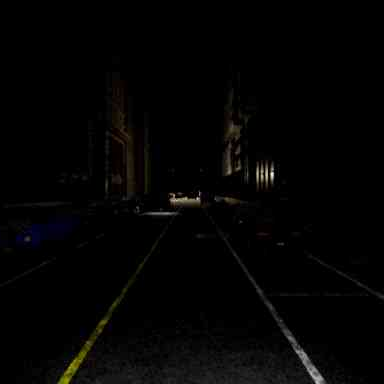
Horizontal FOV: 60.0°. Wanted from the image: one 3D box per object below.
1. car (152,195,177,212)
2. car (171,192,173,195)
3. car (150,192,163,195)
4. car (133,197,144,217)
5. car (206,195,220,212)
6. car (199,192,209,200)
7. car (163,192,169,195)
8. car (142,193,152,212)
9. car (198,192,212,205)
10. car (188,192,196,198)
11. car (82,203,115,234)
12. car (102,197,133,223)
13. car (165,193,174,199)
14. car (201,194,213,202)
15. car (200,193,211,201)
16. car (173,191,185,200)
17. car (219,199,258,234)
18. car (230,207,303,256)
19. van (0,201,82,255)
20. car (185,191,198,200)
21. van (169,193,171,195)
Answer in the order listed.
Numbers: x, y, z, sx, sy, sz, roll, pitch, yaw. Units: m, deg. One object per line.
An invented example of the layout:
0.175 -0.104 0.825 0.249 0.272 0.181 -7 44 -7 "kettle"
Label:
-3.093 1.335 35.855 2.033 1.411 5.357 0 0 0 "car"
-5.749 1.099 74.000 1.752 1.417 4.829 0 0 0 "car"
-5.753 1.043 46.161 2.192 1.841 5.009 0 0 0 "car"
-5.756 1.392 29.358 1.947 1.339 4.313 0 0 0 "car"
2.770 1.338 34.969 1.887 1.381 4.507 0 0 0 "car"
2.777 0.858 79.784 2.192 1.841 5.009 0 0 0 "car"
-5.751 0.979 57.365 2.192 1.841 5.009 0 0 0 "car"
-5.755 1.233 34.959 1.967 1.590 4.097 0 0 0 "car"
2.394 1.049 51.595 2.097 1.767 4.553 0 0 0 "car"
0.013 0.842 88.378 1.882 1.535 5.008 0 0 0 "car"
-5.758 1.474 18.154 1.802 1.307 4.206 0 0 0 "car"
-5.757 1.299 23.756 1.967 1.590 4.097 0 0 0 "car"
-5.748 0.954 85.374 1.967 1.590 4.097 0 0 0 "car"
2.774 1.183 62.979 2.008 1.369 4.403 0 0 0 "car"
2.775 1.042 68.581 1.967 1.590 4.097 0 0 0 "car"
-2.989 1.033 76.512 2.128 1.511 4.902 0 0 0 "car"
2.768 1.332 18.163 1.967 1.590 4.097 0 0 0 "car"
2.767 1.470 12.562 1.887 1.381 4.507 0 0 0 "car"
-5.758 1.266 12.552 1.690 1.788 3.998 0 0 0 "van"
0.010 0.918 70.408 1.882 1.535 5.008 0 0 0 "car"
-5.750 0.944 68.568 1.690 1.788 3.998 0 0 0 "van"
